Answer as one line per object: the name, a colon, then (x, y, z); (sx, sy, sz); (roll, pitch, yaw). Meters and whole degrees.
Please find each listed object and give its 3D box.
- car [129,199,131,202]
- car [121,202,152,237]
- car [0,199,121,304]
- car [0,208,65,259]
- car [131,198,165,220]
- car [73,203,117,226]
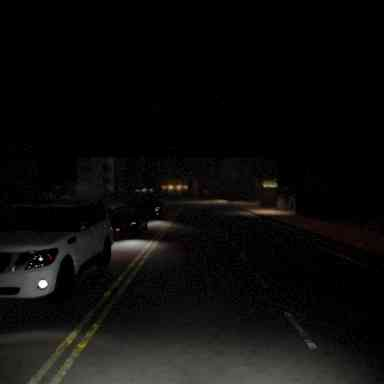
car: (-6.878, 1.548, 40.639); (2.033, 1.411, 5.357); (0, 0, 0)
car: (-3.542, 1.524, 18.278); (1.812, 1.442, 4.674); (0, 0, 0)
car: (-3.579, 1.219, 8.512); (2.150, 2.045, 5.566); (0, 0, 0)
car: (-7.062, 1.500, 13.663); (1.837, 1.490, 4.892); (0, 0, 0)
car: (-3.501, 1.351, 28.217); (2.097, 1.767, 4.553); (0, 0, 0)
car: (-7.020, 1.560, 24.426); (1.994, 1.385, 4.181); (0, 0, 0)
